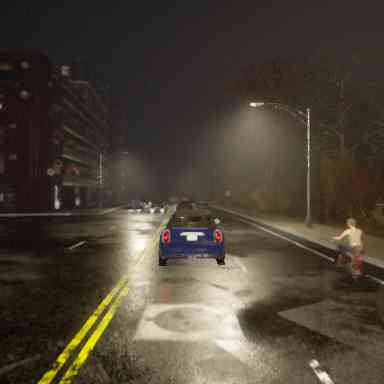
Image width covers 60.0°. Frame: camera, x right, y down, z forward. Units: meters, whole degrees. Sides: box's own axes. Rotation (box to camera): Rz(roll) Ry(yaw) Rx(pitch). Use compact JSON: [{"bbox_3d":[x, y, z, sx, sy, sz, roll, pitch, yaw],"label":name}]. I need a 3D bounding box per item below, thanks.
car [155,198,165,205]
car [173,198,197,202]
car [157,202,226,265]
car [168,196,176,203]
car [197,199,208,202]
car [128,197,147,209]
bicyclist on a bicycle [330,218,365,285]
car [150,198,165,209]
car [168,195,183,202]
[{"bbox_3d":[-6.453,1.931,66.510,1.895,1.301,4.718,0,0,-5],"label":"car"},{"bbox_3d":[-0.791,1.686,34.849,1.837,1.490,4.892,0,0,-3],"label":"car"},{"bbox_3d":[-0.029,1.416,12.137,2.097,1.767,4.553,0,0,-1],"label":"car"},{"bbox_3d":[-5.106,1.827,84.169,1.882,1.535,5.008,0,0,-7],"label":"car"},{"bbox_3d":[1.488,1.749,50.742,2.128,1.511,4.902,0,0,-4],"label":"car"},{"bbox_3d":[-8.352,1.804,49.462,2.033,1.411,5.357,0,0,-4],"label":"car"},{"bbox_3d":[4.103,1.482,8.663,0.866,1.612,1.509,0,0,-1],"label":"bicyclist on a bicycle"},{"bbox_3d":[-5.152,1.765,50.167,1.837,1.490,4.892,0,-1,-4],"label":"car"},{"bbox_3d":[-3.885,1.584,73.443,2.150,2.045,5.566,0,0,-6],"label":"car"}]
